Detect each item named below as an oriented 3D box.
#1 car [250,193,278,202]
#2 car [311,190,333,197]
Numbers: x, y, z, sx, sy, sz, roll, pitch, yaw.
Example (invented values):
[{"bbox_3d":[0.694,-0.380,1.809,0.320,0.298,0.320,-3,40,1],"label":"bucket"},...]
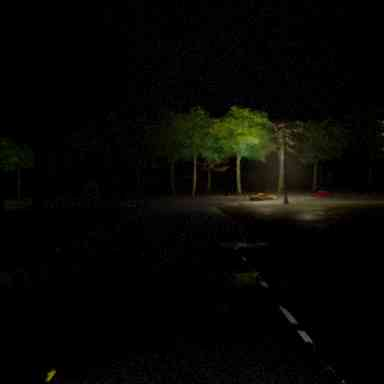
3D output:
[{"bbox_3d":[12.859,0.992,59.405,5.008,1.535,1.882,-2,3,0],"label":"car"},{"bbox_3d":[25.892,0.297,66.365,4.181,1.385,1.994,-2,3,0],"label":"car"}]
